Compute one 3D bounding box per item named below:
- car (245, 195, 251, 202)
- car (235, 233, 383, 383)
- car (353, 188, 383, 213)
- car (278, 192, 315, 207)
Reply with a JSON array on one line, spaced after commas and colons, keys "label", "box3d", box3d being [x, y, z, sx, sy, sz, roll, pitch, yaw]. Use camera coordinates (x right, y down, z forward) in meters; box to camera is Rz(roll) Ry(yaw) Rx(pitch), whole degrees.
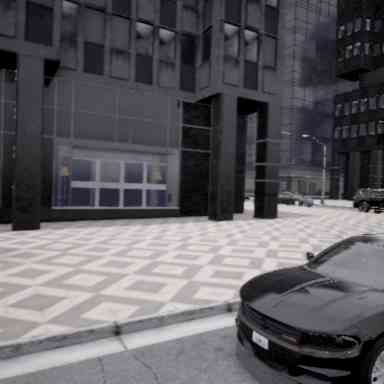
[{"label": "car", "box3d": [5.441, 0.464, 43.830, 2.033, 1.411, 5.357, 1, 1, -29]}, {"label": "car", "box3d": [2.964, 1.404, 4.935, 5.008, 1.535, 1.882, 0, 2, -29]}, {"label": "car", "box3d": [15.346, 0.777, 25.774, 2.150, 2.045, 5.566, 2, 1, -26]}, {"label": "car", "box3d": [10.482, 0.749, 34.623, 1.837, 1.490, 4.892, 1, 1, -29]}]
